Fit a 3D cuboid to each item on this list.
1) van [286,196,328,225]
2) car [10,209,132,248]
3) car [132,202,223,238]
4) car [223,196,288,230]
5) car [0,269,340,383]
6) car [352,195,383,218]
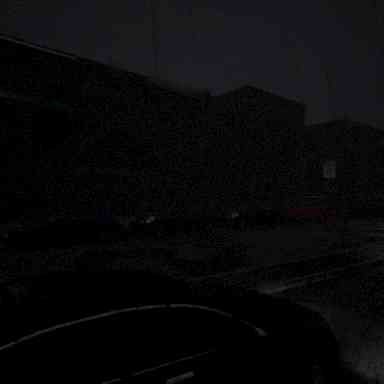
[{"bbox_3d":[7.918,1.266,24.169,4.442,1.987,1.878,0,0,-36],"label":"van"},{"bbox_3d":[-5.356,1.495,14.653,4.674,1.452,2.002,0,0,-36],"label":"car"},{"bbox_3d":[-0.943,1.341,17.816,4.553,1.767,2.185,0,0,-36],"label":"car"},{"bbox_3d":[3.547,1.354,21.035,4.553,1.767,2.185,0,0,-36],"label":"car"},{"bbox_3d":[-0.622,1.508,2.996,4.892,1.490,1.837,0,0,-35],"label":"car"},{"bbox_3d":[17.072,1.266,30.731,5.566,2.045,2.435,0,0,-36],"label":"car"}]
